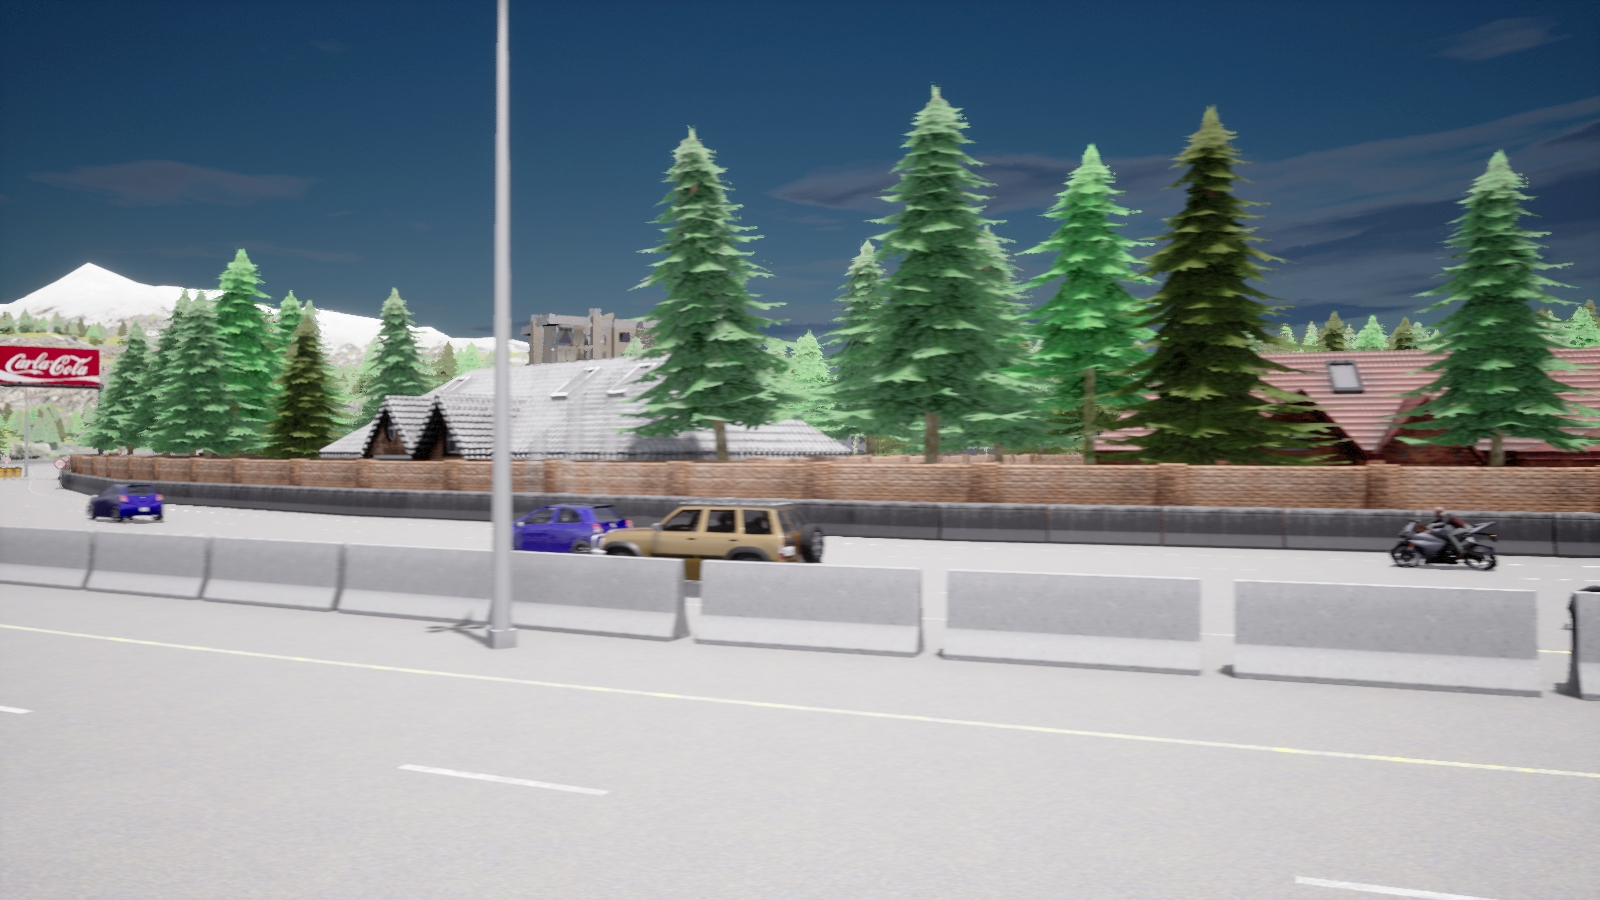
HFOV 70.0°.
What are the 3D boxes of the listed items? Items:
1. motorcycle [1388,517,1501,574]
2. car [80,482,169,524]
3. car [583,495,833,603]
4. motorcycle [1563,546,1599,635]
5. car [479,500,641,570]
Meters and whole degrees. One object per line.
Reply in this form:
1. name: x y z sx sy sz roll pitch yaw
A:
1. motorcycle: 15.323 2.252 27.236 2.209 1.251 0.867 0 -1 19
2. car: -27.015 2.088 45.652 3.633 1.501 1.845 0 0 38
3. car: -1.849 1.894 22.876 4.605 1.855 1.932 0 0 24
4. motorcycle: 13.145 2.178 17.471 2.356 1.325 0.764 0 -2 26
5. car: -6.018 2.076 28.671 3.633 1.501 1.845 0 0 27
